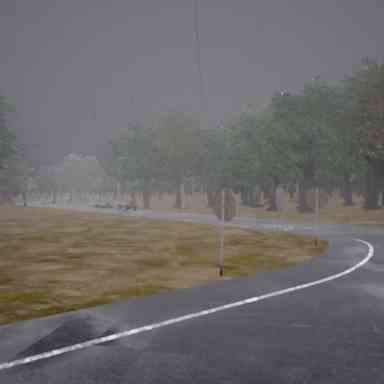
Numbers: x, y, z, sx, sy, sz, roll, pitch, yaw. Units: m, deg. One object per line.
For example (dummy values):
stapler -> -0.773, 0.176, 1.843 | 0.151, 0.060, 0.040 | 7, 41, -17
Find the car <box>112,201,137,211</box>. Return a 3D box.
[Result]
car -> -10.166, 2.141, 51.565 | 1.837, 1.490, 4.892 | 2, -2, -34

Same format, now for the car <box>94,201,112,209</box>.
car -> -16.075, 2.353, 60.066 | 2.033, 1.411, 5.357 | 2, -2, -35
